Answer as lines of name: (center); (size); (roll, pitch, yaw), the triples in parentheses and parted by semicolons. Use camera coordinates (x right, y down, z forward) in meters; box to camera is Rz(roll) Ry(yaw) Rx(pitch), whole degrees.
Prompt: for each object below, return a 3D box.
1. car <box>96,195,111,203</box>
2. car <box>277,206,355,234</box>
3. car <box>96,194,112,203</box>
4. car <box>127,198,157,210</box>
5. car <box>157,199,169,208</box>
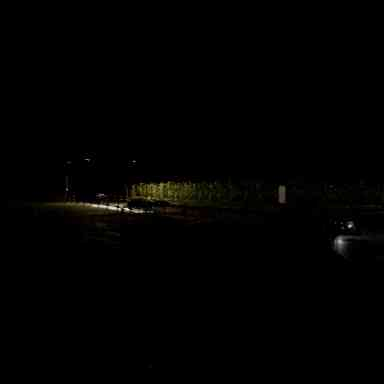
car: (-15.260, 1.031, 56.107); (2.128, 1.511, 4.902); (1, 0, -32)
car: (7.477, 1.643, 20.521); (1.837, 1.490, 4.892); (1, 0, -32)
car: (-17.789, 1.307, 67.131); (1.882, 1.535, 5.008); (1, 0, -31)
car: (-6.673, 1.490, 42.378); (1.812, 1.442, 4.674); (1, 0, -33)
car: (-5.173, 1.600, 46.853); (1.895, 1.301, 4.718); (1, 0, -33)
